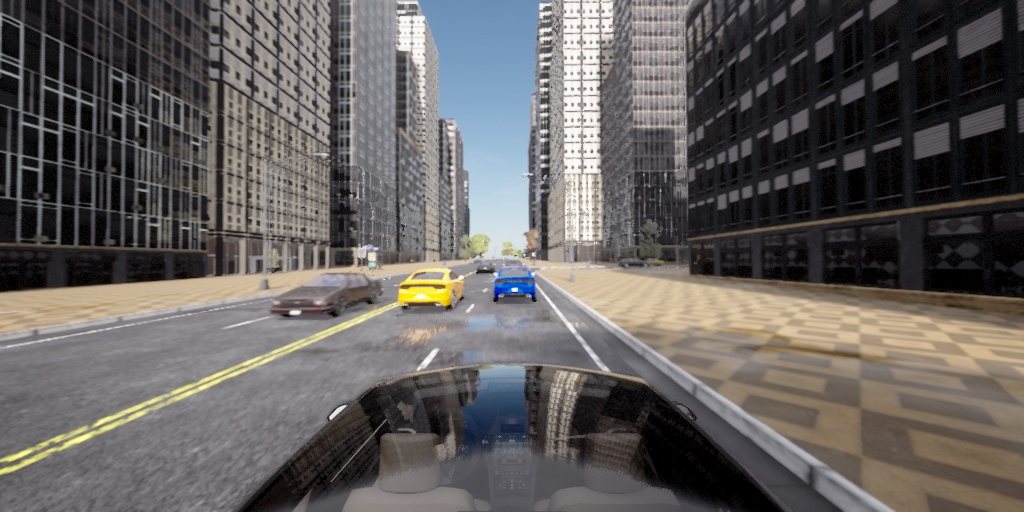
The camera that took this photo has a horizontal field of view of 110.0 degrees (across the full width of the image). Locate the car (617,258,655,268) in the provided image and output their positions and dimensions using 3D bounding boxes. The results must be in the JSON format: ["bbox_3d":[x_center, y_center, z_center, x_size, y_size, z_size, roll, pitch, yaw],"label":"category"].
[{"bbox_3d":[16.800,0.985,49.496,4.403,1.370,2.007,0,0,-1],"label":"car"}]

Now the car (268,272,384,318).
[{"bbox_3d":[-6.577,1.332,13.560,2.033,1.411,5.357,0,0,0],"label":"car"}]

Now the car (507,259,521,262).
[{"bbox_3d":[0.168,1.119,34.720,2.097,1.767,4.553,0,0,0],"label":"car"}]

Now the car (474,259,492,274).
[{"bbox_3d":[-3.057,1.351,42.623,1.994,1.385,4.181,0,0,0],"label":"car"}]

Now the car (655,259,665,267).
[{"bbox_3d":[22.103,1.024,57.931,4.829,1.417,1.751,0,0,-1],"label":"car"}]

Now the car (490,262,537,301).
[{"bbox_3d":[0.127,1.236,17.330,1.882,1.535,5.008,0,0,0],"label":"car"}]

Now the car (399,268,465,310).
[{"bbox_3d":[-3.127,1.249,14.822,1.882,1.535,5.008,0,0,0],"label":"car"}]

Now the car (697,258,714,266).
[{"bbox_3d":[27.918,0.863,49.613,4.207,1.307,1.802,0,0,-1],"label":"car"}]
